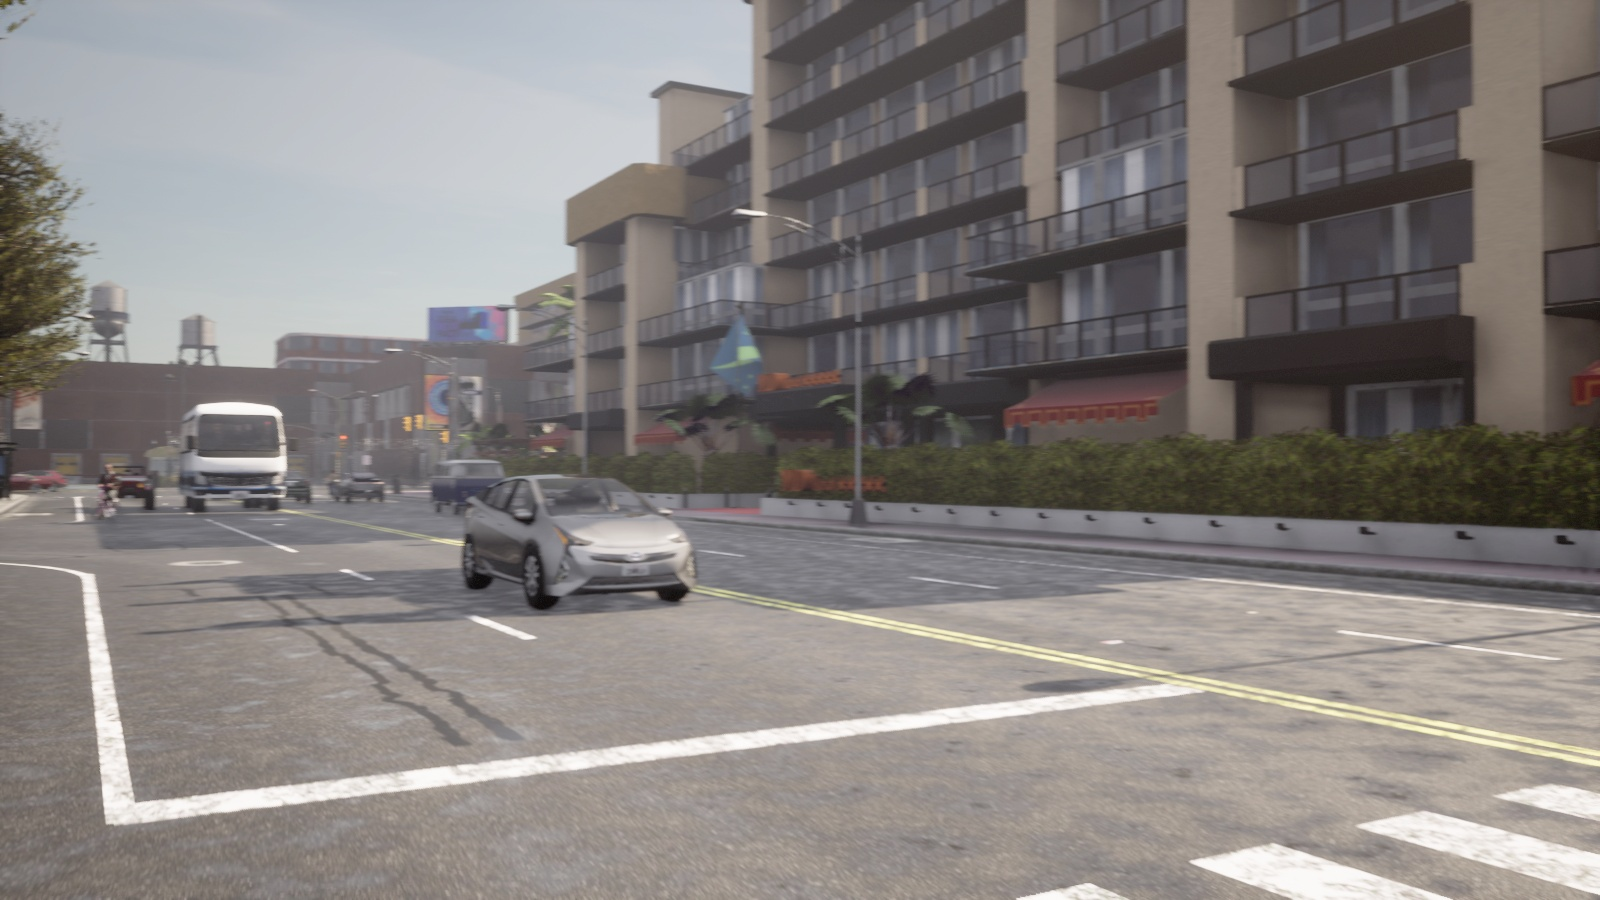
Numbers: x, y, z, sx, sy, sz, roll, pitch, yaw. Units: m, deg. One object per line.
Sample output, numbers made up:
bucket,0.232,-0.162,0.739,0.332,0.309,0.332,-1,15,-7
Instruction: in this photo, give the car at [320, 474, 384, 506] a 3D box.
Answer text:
car,-22.600,2.002,63.227,2.128,1.511,4.902,0,-1,-30

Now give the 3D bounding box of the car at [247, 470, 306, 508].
car,-25.759,1.903,61.693,2.097,1.767,4.553,0,-1,-30

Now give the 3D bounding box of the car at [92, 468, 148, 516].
car,-28.012,1.688,51.698,1.905,1.878,3.866,0,-1,-30

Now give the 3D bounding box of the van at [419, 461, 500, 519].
van,-12.551,1.437,46.088,1.775,1.987,4.442,0,-1,-30

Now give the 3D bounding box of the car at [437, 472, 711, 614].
car,-3.052,1.055,16.051,2.007,1.525,4.514,0,-1,-30

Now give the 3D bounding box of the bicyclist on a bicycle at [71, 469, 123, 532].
bicyclist on a bicycle,-20.532,1.455,36.709,0.659,1.776,1.843,-2,-1,-8

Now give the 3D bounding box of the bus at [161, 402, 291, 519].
bus,-23.580,0.474,51.188,3.944,4.253,10.273,0,-1,-30
